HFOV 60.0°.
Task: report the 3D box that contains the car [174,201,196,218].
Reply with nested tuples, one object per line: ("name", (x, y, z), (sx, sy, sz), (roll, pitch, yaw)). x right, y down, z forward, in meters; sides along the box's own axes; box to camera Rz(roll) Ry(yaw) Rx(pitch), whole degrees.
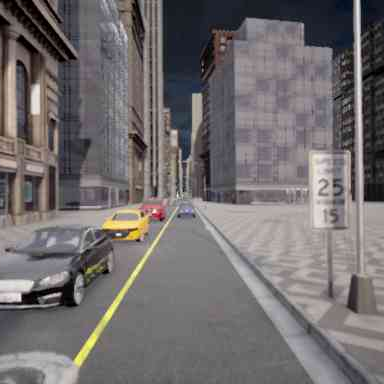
("car", (-0.578, 1.948, 35.606), (2.033, 1.411, 5.357), (0, -1, -1))

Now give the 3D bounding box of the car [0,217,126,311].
("car", (-3.229, 1.612, 8.290), (2.128, 1.511, 4.902), (0, -1, -1))

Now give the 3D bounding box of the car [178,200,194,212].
("car", (-0.828, 2.017, 47.605), (2.128, 1.511, 4.902), (0, 0, -1))

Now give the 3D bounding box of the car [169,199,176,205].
("car", (-4.430, 2.248, 72.541), (1.812, 1.442, 4.674), (0, -1, -1))

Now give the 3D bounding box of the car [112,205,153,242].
("car", (-3.418, 1.707, 17.817), (1.882, 1.535, 5.008), (0, 0, -1))

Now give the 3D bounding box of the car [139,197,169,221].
("car", (-3.640, 1.600, 31.101), (2.150, 2.045, 5.566), (0, -1, -1))
